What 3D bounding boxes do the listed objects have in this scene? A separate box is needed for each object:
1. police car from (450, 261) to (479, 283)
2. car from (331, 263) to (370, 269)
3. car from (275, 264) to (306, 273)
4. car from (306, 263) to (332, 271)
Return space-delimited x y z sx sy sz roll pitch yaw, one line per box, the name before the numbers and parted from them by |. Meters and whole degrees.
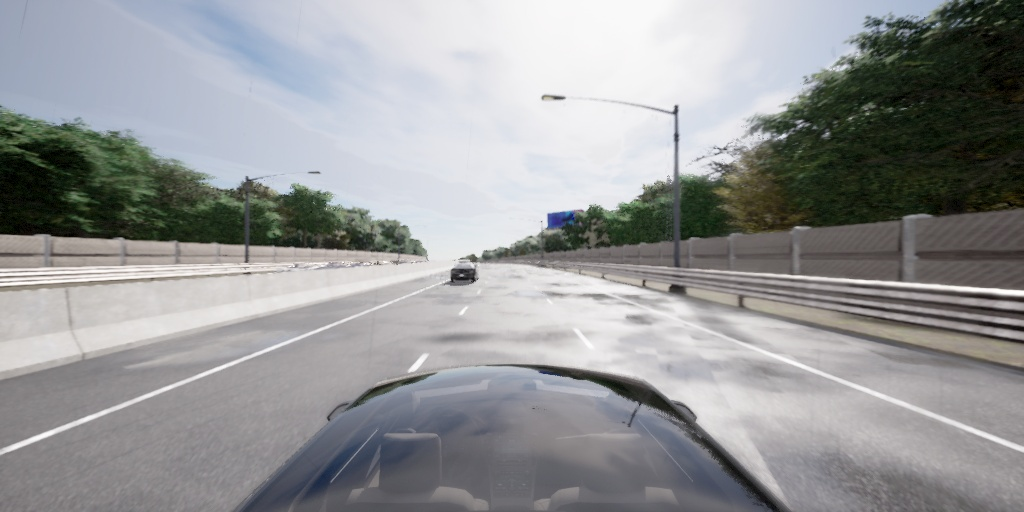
police car | -3.811 1.255 29.389 1.930 1.638 5.238 0 0 -1
car | -14.475 1.408 33.726 2.033 1.411 5.357 0 0 -1
car | -21.541 1.478 36.053 1.895 1.301 4.718 0 0 -1
car | -18.043 1.420 36.204 2.033 1.411 5.357 0 0 -1
